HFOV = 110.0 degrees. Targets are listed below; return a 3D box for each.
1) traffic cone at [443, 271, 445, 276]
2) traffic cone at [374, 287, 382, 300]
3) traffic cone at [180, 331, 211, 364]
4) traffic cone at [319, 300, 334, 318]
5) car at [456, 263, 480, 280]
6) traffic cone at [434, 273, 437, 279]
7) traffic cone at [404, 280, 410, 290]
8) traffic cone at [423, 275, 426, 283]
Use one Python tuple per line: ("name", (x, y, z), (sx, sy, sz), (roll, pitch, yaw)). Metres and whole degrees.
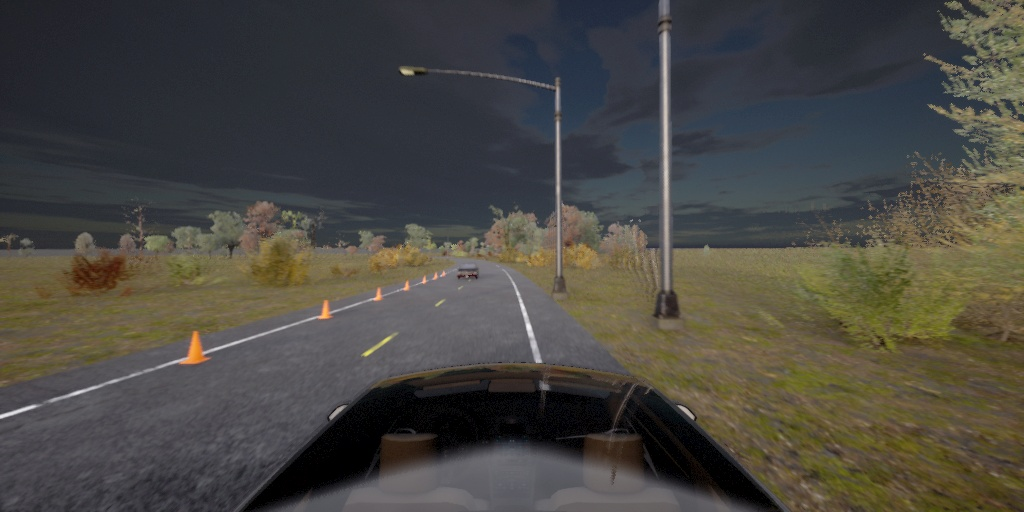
("traffic cone", (-7.001, 1.746, 36.826), (0.340, 0.580, 0.340), (0, 0, -3))
("traffic cone", (-6.278, 1.756, 16.934), (0.340, 0.580, 0.340), (0, 0, -1))
("traffic cone", (-6.151, 1.752, 6.982), (0.340, 0.580, 0.340), (0, 0, 0))
("traffic cone", (-6.194, 1.754, 11.958), (0.340, 0.580, 0.340), (0, 0, -1))
("car", (-3.838, 1.318, 32.260), (2.033, 1.411, 5.357), (0, 0, -3))
("traffic cone", (-6.760, 1.751, 31.855), (0.340, 0.580, 0.340), (0, 0, -3))
("traffic cone", (-6.400, 1.755, 21.909), (0.340, 0.580, 0.340), (0, 0, -2))
("traffic cone", (-6.561, 1.754, 26.883), (0.340, 0.580, 0.340), (0, 0, -2))
